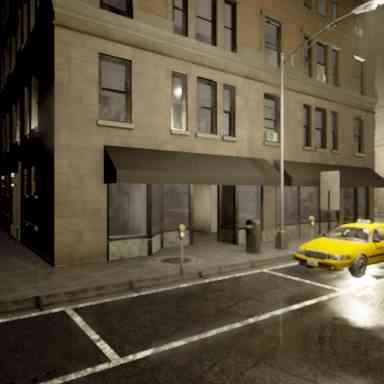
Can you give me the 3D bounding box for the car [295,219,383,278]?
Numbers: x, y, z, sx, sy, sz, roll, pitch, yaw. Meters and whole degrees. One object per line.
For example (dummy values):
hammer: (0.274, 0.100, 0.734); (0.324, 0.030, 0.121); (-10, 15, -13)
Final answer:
car: (5.142, 1.554, 10.189); (4.829, 1.417, 1.752); (0, 0, -35)
